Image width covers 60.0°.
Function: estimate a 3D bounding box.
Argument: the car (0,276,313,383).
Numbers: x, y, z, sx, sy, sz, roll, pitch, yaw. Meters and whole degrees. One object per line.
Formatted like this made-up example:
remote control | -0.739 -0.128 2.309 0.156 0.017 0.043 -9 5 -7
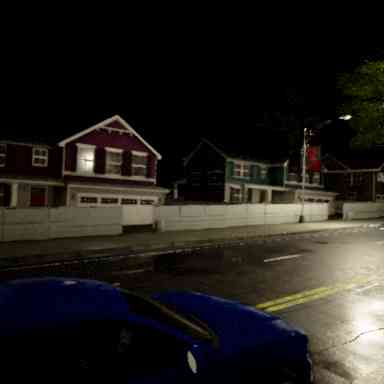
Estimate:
car | -1.067 1.483 2.678 5.008 1.535 1.882 1 0 -36
